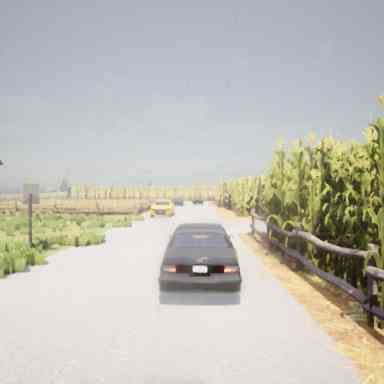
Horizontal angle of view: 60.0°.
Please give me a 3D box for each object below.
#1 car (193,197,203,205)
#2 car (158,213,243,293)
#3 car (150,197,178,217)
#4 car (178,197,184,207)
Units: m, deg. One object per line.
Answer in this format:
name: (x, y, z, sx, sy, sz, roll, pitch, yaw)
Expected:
car: (1.052, 1.569, 59.353, 1.895, 1.301, 4.718, 0, 0, 1)
car: (0.217, 1.543, 8.971, 2.033, 1.411, 5.357, 0, 0, 1)
car: (-2.663, 1.461, 30.770, 1.882, 1.535, 5.008, 0, 0, 1)
car: (-2.253, 1.520, 51.732, 2.033, 1.411, 5.357, 0, 0, 1)
